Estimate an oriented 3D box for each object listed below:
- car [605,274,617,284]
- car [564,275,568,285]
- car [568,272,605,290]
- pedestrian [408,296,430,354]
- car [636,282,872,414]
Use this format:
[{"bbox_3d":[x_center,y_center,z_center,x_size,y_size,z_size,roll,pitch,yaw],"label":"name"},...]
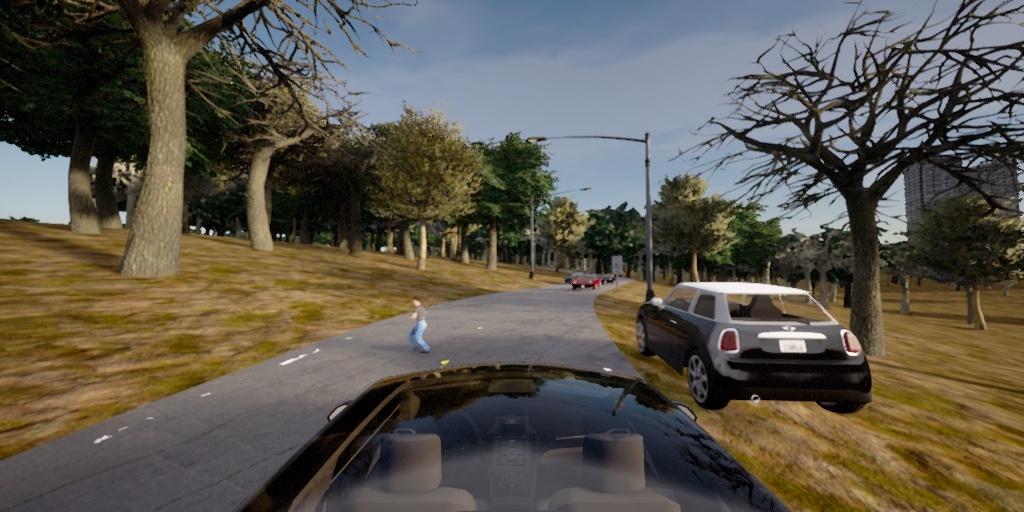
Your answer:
[{"bbox_3d":[11.944,2.859,44.700,1.895,1.301,4.718,-1,-3,22],"label":"car"},{"bbox_3d":[7.503,2.614,42.141,1.882,1.535,5.008,-1,-3,22],"label":"car"},{"bbox_3d":[6.414,2.206,30.543,1.895,1.301,4.718,-1,-3,21],"label":"car"},{"bbox_3d":[-1.889,1.356,7.455,0.375,1.300,0.375,2,-3,-9],"label":"pedestrian"},{"bbox_3d":[3.409,1.166,5.965,1.970,1.475,3.806,0,-1,4],"label":"car"}]
